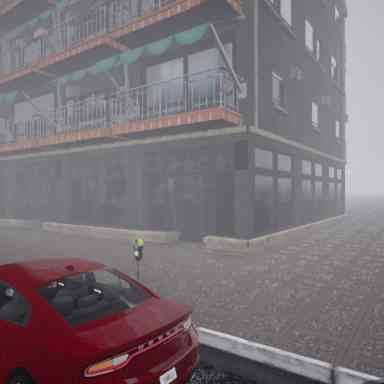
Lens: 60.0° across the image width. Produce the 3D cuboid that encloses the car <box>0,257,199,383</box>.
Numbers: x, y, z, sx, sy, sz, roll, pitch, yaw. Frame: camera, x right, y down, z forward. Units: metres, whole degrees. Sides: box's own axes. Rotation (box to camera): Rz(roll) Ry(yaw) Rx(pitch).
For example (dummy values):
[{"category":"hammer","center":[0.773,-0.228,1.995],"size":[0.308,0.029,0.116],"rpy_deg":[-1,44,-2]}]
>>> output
[{"category":"car","center":[-2.031,1.545,4.320],"size":[4.507,1.381,1.887],"rpy_deg":[0,0,35]}]

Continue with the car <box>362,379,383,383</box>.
[{"category":"car","center":[2.561,1.566,1.052],"size":[4.313,1.339,1.947],"rpy_deg":[0,0,35]}]
